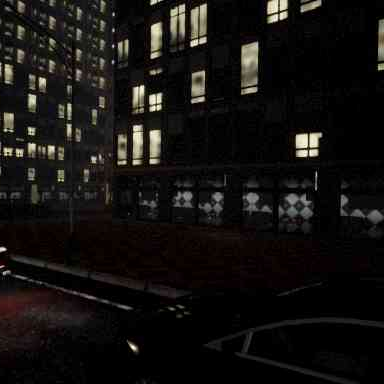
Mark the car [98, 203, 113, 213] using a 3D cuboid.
[{"bbox_3d":[-8.888,1.828,39.783,1.752,1.417,4.829,1,0,36],"label":"car"}]

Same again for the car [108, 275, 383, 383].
[{"bbox_3d":[1.391,1.491,2.687,4.902,1.511,2.128,0,0,35],"label":"car"}]

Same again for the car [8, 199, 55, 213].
[{"bbox_3d":[-19.183,1.641,39.931,1.752,1.417,4.829,1,0,36],"label":"car"}]

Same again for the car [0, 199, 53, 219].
[{"bbox_3d":[-15.671,1.517,30.561,2.192,1.841,5.009,1,0,36],"label":"car"}]

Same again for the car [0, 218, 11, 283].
[{"bbox_3d":[-6.376,1.487,8.203,4.902,1.511,2.128,0,0,36],"label":"car"}]
